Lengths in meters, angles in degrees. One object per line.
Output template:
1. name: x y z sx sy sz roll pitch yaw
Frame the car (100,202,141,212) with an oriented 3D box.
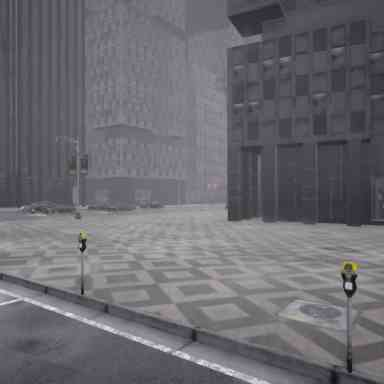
1. car: -10.685 2.237 50.089 2.033 1.411 5.357 0 -1 36

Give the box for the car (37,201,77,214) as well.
1. car: -16.654 2.059 41.796 1.994 1.385 4.181 0 -1 35

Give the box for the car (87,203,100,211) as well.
1. car: -13.768 2.283 51.365 1.895 1.301 4.718 0 -1 36

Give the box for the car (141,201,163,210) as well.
1. car: -7.428 2.366 60.109 1.882 1.535 5.008 0 -1 36

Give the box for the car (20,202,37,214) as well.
1. car: -19.639 1.982 43.193 2.128 1.511 4.902 0 -1 36

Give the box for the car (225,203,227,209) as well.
1. car: 8.264 2.469 65.004 2.097 1.767 4.553 0 -1 35
